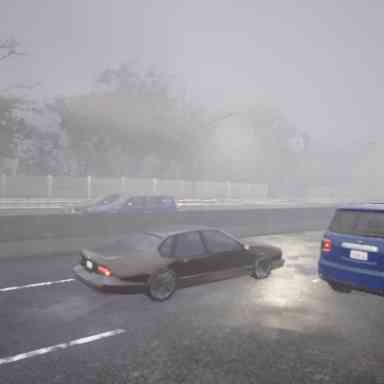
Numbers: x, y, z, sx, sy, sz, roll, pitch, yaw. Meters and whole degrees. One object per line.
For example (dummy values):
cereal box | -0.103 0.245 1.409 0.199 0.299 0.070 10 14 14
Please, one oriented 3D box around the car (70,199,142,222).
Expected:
car | -6.488 1.345 25.456 5.008 1.535 1.882 1 0 -37

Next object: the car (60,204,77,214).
car | -5.340 1.111 21.941 5.566 2.045 2.150 1 0 -37

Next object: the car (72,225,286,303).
car | -0.039 1.531 8.182 5.357 1.411 2.033 1 0 -37

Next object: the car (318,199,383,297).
car | 5.227 1.282 7.744 5.566 2.045 2.150 1 0 -37

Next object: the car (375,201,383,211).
car | 27.689 1.943 46.581 4.718 1.301 1.895 1 0 -36

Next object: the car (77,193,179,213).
car | -3.308 1.143 19.093 5.566 2.045 2.150 1 0 -37

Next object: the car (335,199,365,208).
car | 25.556 1.851 53.685 5.357 1.411 2.033 1 0 -36
